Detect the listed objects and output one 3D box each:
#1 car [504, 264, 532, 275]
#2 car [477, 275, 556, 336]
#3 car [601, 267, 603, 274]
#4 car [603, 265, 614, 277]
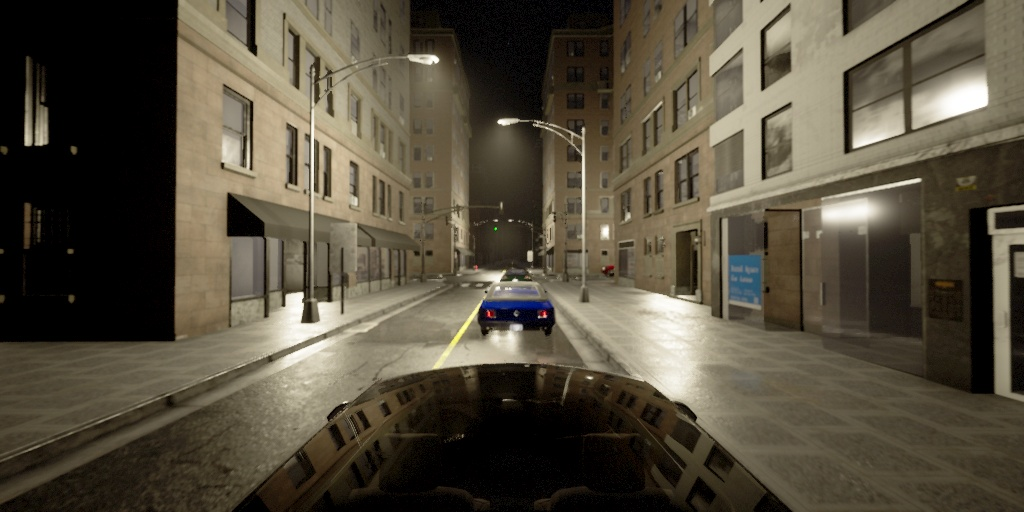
[{"bbox_3d":[0.375,1.469,23.935,1.994,1.385,4.181,0,0,4],"label":"car"},{"bbox_3d":[0.113,1.410,10.651,1.895,1.301,4.718,0,0,0],"label":"car"},{"bbox_3d":[12.307,1.344,39.131,5.009,1.841,2.192,0,0,0],"label":"car"},{"bbox_3d":[12.491,1.550,36.602,5.357,1.411,2.033,0,-1,0],"label":"car"}]
